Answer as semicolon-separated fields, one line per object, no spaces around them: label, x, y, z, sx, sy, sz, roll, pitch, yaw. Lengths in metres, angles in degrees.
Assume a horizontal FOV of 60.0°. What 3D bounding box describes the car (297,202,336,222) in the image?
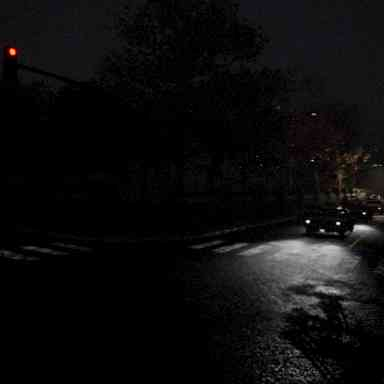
car;9.404;1.534;25.518;1.887;1.381;4.507;2;1;34

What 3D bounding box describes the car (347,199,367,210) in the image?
car;22.061;1.677;44.399;1.802;1.307;4.206;2;1;34

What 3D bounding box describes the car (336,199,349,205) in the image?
car;12.568;1.568;30.238;2.008;1.369;4.403;2;1;34

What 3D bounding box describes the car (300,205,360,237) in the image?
car;7.710;1.610;18.347;1.895;1.301;4.718;1;1;34

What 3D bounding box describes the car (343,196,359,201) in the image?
car;18.903;1.386;39.677;2.192;1.841;5.009;2;1;34

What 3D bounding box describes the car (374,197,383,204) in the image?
car;41.051;1.790;72.722;1.802;1.307;4.206;2;1;34

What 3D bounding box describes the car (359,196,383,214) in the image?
car;20.177;1.594;36.911;1.882;1.535;5.008;1;0;34

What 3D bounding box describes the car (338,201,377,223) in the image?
car;13.270;1.658;26.641;1.895;1.301;4.718;1;1;34
